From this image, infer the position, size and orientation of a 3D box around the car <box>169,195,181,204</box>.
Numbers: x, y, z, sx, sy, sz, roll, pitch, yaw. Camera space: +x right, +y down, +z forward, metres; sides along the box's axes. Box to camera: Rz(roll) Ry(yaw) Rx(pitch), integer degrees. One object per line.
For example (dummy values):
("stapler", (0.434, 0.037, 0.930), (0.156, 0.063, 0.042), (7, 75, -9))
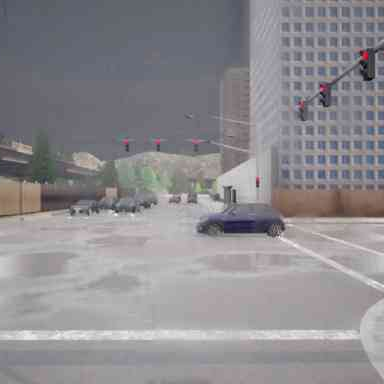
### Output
("car", (-3.466, 1.601, 64.288), (1.895, 1.301, 4.718), (0, 0, 0))

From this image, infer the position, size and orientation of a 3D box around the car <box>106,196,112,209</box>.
("car", (-10.569, 1.352, 42.148), (2.097, 1.767, 4.553), (0, 0, 0))

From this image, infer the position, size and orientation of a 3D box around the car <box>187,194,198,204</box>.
("car", (0.034, 1.601, 64.285), (1.895, 1.301, 4.718), (0, 0, 0))

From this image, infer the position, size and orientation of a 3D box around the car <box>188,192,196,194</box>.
("car", (0.039, 1.053, 74.508), (2.150, 2.045, 5.566), (0, 0, 0))

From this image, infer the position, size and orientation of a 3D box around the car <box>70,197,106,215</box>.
("car", (-10.585, 1.492, 33.251), (2.128, 1.511, 4.902), (0, 0, 1))

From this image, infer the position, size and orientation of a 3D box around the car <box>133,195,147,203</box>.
("car", (-10.478, 1.478, 67.368), (1.882, 1.535, 5.008), (0, 0, 0))

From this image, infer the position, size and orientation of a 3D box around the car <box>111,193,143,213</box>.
("car", (-7.068, 1.352, 36.797), (2.097, 1.767, 4.553), (0, 0, 0))

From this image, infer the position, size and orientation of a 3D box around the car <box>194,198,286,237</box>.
("car", (2.519, 1.388, 17.673), (4.553, 1.767, 2.097), (0, 0, 0))

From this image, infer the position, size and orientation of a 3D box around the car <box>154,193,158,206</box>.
("car", (-7.034, 1.221, 56.962), (2.150, 2.045, 5.566), (0, 0, 0))

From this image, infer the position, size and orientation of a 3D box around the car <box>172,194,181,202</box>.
("car", (-3.461, 1.305, 74.481), (1.882, 1.535, 5.008), (0, 0, 0))

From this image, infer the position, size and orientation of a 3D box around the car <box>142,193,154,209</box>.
("car", (-7.059, 1.221, 46.233), (2.150, 2.045, 5.566), (0, 0, 0))

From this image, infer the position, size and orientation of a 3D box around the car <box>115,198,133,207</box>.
("car", (-10.560, 1.601, 51.942), (1.895, 1.301, 4.718), (0, 0, 0))

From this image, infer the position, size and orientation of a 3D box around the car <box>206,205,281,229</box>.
("car", (3.474, 1.641, 22.576), (4.718, 1.301, 1.895), (1, 0, 23))
